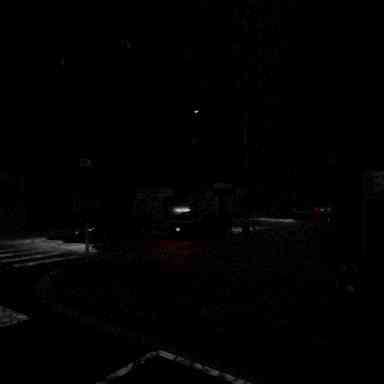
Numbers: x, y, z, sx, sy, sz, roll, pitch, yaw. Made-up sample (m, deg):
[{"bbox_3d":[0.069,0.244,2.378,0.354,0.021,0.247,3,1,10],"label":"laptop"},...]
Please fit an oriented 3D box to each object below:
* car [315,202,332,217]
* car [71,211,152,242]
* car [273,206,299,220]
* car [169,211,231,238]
[{"bbox_3d":[18.342,2.398,44.968,2.150,2.045,5.566,-1,-1,36],"label":"car"},{"bbox_3d":[-4.314,1.836,18.521,1.837,1.490,4.892,-1,-2,36],"label":"car"},{"bbox_3d":[11.583,2.528,40.571,1.837,1.490,4.892,-1,-2,36],"label":"car"},{"bbox_3d":[0.643,1.904,20.359,2.128,1.511,4.902,-1,-2,36],"label":"car"}]
